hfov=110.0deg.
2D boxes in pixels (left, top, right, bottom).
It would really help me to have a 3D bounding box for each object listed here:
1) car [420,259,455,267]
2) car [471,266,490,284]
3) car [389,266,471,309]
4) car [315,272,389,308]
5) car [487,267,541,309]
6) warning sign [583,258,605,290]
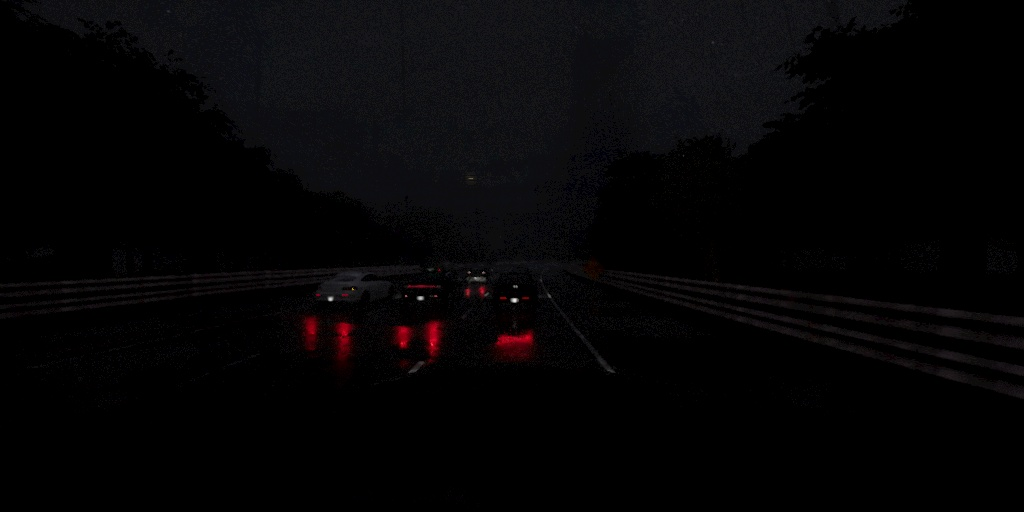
[{"bbox_3d":[-6.219,1.272,30.512,2.150,2.045,5.566,0,-1,3],"label":"car"},{"bbox_3d":[-2.703,1.551,30.591,2.128,1.511,4.902,0,-1,4],"label":"car"},{"bbox_3d":[-3.333,1.380,15.769,2.128,1.511,4.902,0,-1,2],"label":"car"},{"bbox_3d":[-6.829,1.414,15.946,1.812,1.442,4.674,0,0,2],"label":"car"},{"bbox_3d":[0.166,1.395,15.680,1.837,1.490,4.892,0,0,2],"label":"car"},{"bbox_3d":[4.902,1.068,21.439,1.300,1.860,1.060,0,0,2],"label":"warning sign"}]
